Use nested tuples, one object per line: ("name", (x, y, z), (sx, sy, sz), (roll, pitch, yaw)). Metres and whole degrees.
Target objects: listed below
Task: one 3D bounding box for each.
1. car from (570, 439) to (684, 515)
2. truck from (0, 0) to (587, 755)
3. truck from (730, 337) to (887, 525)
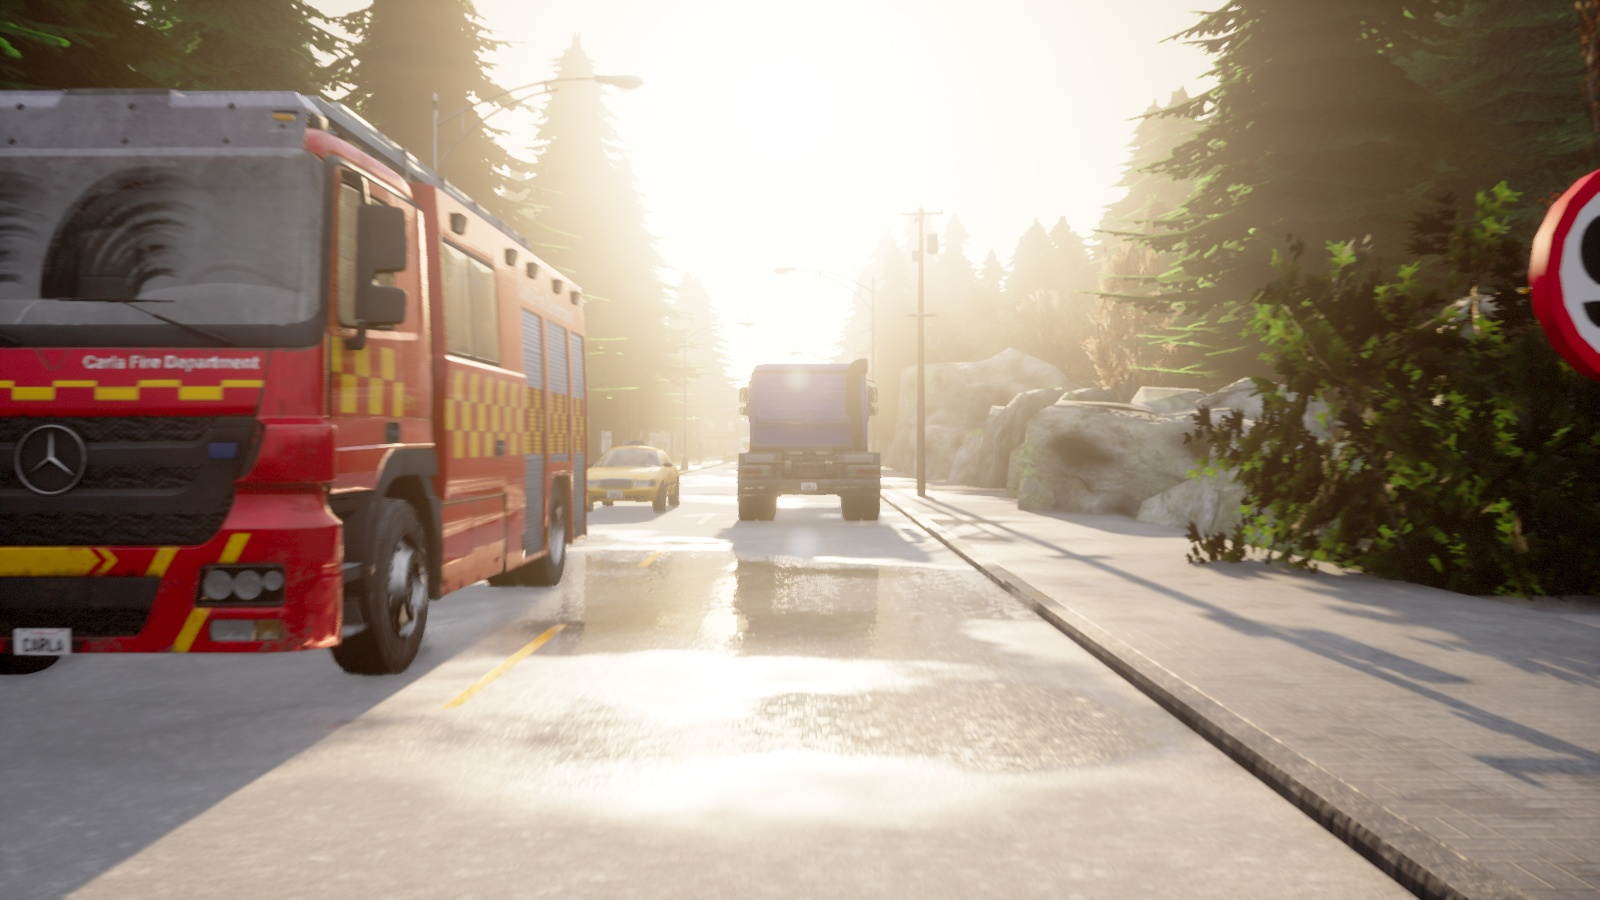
("car", (-3.802, 0.538, 28.489), (1.801, 1.575, 5.366), (0, 0, 0))
("truck", (-3.925, -0.473, 10.250), (2.891, 3.827, 8.468), (0, 0, 0))
("truck", (0.189, -0.372, 27.081), (2.891, 3.462, 7.936), (0, 0, 0))
